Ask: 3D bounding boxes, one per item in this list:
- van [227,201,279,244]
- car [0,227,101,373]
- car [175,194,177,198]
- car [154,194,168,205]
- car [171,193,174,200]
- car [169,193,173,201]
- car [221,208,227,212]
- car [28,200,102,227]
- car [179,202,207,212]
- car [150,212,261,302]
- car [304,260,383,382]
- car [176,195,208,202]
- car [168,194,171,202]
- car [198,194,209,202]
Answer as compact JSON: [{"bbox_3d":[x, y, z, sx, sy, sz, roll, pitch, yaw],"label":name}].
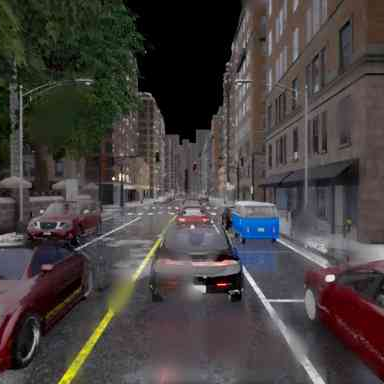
[{"bbox_3d":[2.850,1.336,15.573,1.690,1.788,3.998,0,0,0],"label":"van"},{"bbox_3d":[-3.099,1.563,5.555,1.994,1.385,4.181,0,0,0],"label":"car"},{"bbox_3d":[-5.700,1.497,86.472,2.008,1.369,4.403,0,0,0],"label":"car"},{"bbox_3d":[-5.690,1.480,59.049,1.752,1.417,4.829,0,0,0],"label":"car"},{"bbox_3d":[-5.696,1.492,75.571,1.887,1.381,4.507,0,0,0],"label":"car"},{"bbox_3d":[-5.694,1.494,70.120,1.887,1.381,4.507,0,0,0],"label":"car"},{"bbox_3d":[2.849,1.558,21.233,1.947,1.339,4.313,0,0,0],"label":"car"},{"bbox_3d":[-5.675,1.310,15.530,2.192,1.841,5.009,0,0,0],"label":"car"},{"bbox_3d":[0.097,1.519,18.523,1.812,1.442,4.674,0,0,0],"label":"car"},{"bbox_3d":[0.097,1.490,8.261,2.128,1.511,4.902,0,0,0],"label":"car"},{"bbox_3d":[2.854,1.544,4.252,1.887,1.381,4.507,0,0,0],"label":"car"},{"bbox_3d":[0.039,1.338,27.480,2.097,1.767,4.553,0,0,2],"label":"car"},{"bbox_3d":[-5.692,1.502,64.669,2.008,1.369,4.403,0,0,0],"label":"car"},{"bbox_3d":[2.829,1.387,75.610,1.967,1.590,4.097,0,0,0],"label":"car"}]
